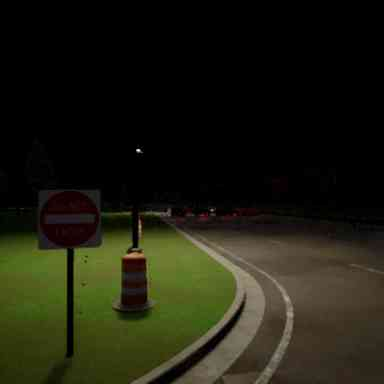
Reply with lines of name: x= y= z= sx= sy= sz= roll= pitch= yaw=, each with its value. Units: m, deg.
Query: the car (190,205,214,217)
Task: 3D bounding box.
car: x=1.425 y=2.851 z=48.772 sx=1.837 sy=1.490 sz=4.892 roll=0 pitch=-2 yaw=-9

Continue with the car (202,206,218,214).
car: x=3.174 y=3.195 z=59.590 sx=1.994 sy=1.385 sz=4.181 roll=0 pitch=-2 yaw=-9

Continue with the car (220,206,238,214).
car: x=6.624 y=3.219 z=60.177 sx=1.895 sy=1.301 sz=4.718 roll=0 pitch=-2 yaw=-9

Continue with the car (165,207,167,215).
car: x=-3.737 y=3.150 z=58.475 sx=2.128 sy=1.511 sz=4.902 roll=0 pitch=-2 yaw=-9

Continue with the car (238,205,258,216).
car: x=8.267 y=2.684 z=50.336 sx=2.097 sy=1.767 sz=4.553 roll=0 pitch=-2 yaw=-9

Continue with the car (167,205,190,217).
car: x=-2.053 y=2.856 z=48.361 sx=2.128 sy=1.511 sz=4.902 roll=0 pitch=-2 yaw=-9

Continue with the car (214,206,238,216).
car: x=4.813 y=2.837 z=49.764 sx=2.128 sy=1.511 sz=4.902 roll=0 pitch=-2 yaw=-9
